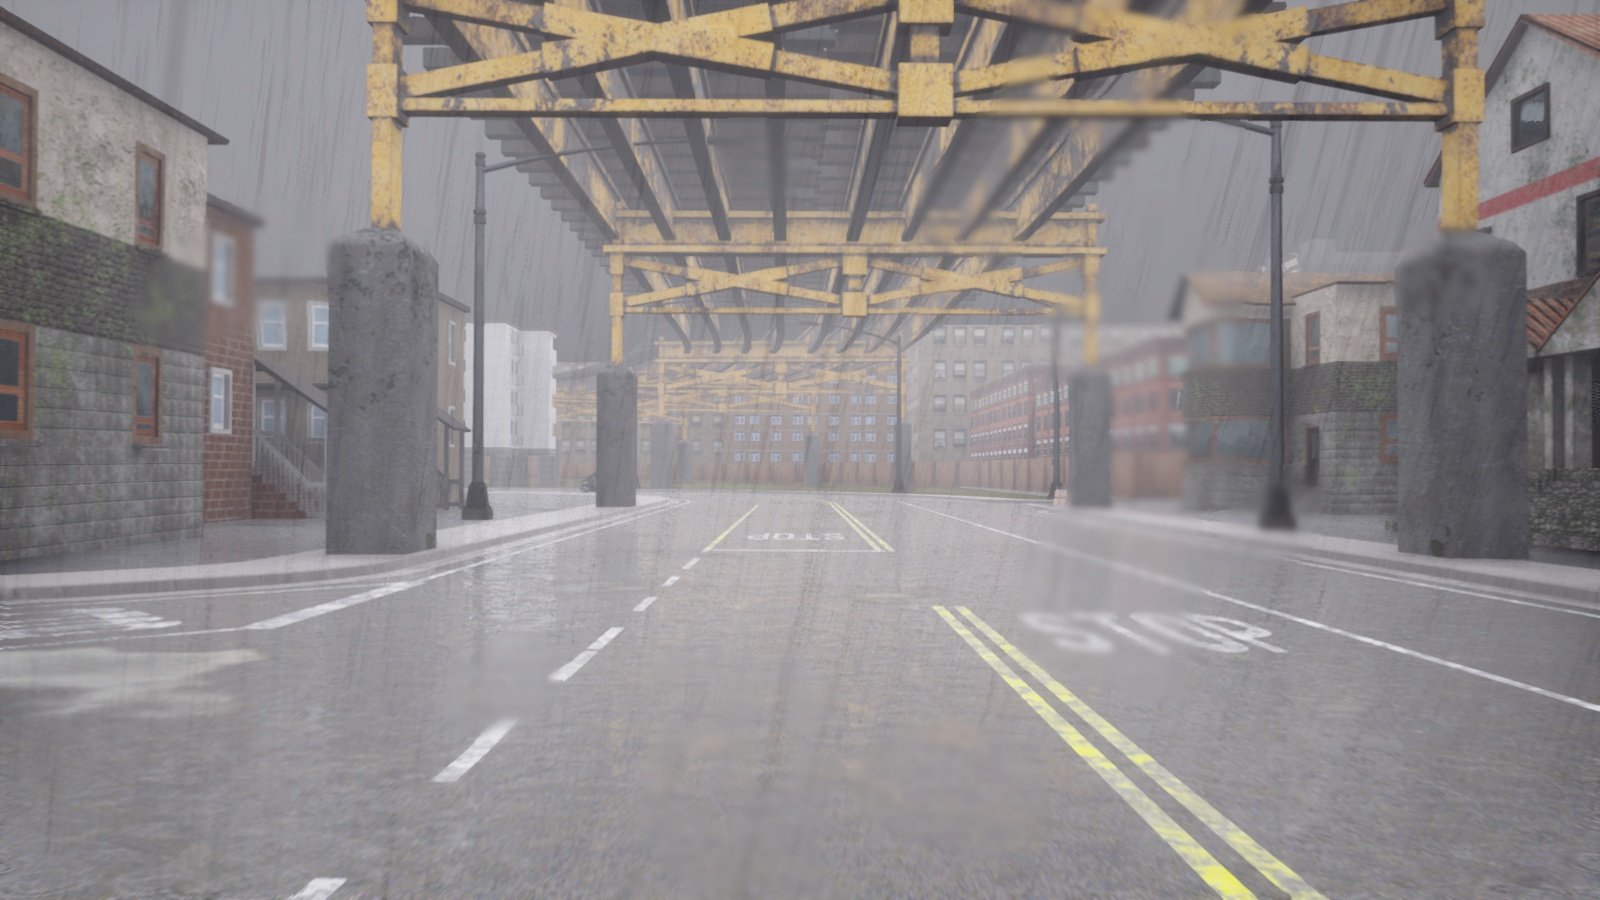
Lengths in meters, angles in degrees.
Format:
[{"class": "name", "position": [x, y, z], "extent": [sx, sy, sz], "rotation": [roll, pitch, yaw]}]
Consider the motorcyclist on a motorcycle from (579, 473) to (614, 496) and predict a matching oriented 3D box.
[{"class": "motorcyclist on a motorcycle", "position": [-13.670, 2.315, 84.237], "extent": [2.191, 1.530, 0.866], "rotation": [-1, -1, 24]}]
